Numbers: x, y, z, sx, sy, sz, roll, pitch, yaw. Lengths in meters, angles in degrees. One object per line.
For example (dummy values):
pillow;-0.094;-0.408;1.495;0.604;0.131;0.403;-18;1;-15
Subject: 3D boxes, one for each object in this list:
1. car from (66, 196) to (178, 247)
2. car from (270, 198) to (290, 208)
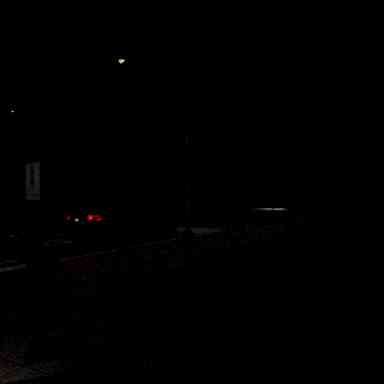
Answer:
car;-2.970;1.191;15.230;2.150;2.045;5.566;-1;-1;35
car;13.083;1.614;49.095;1.812;1.442;4.674;-1;-1;35
